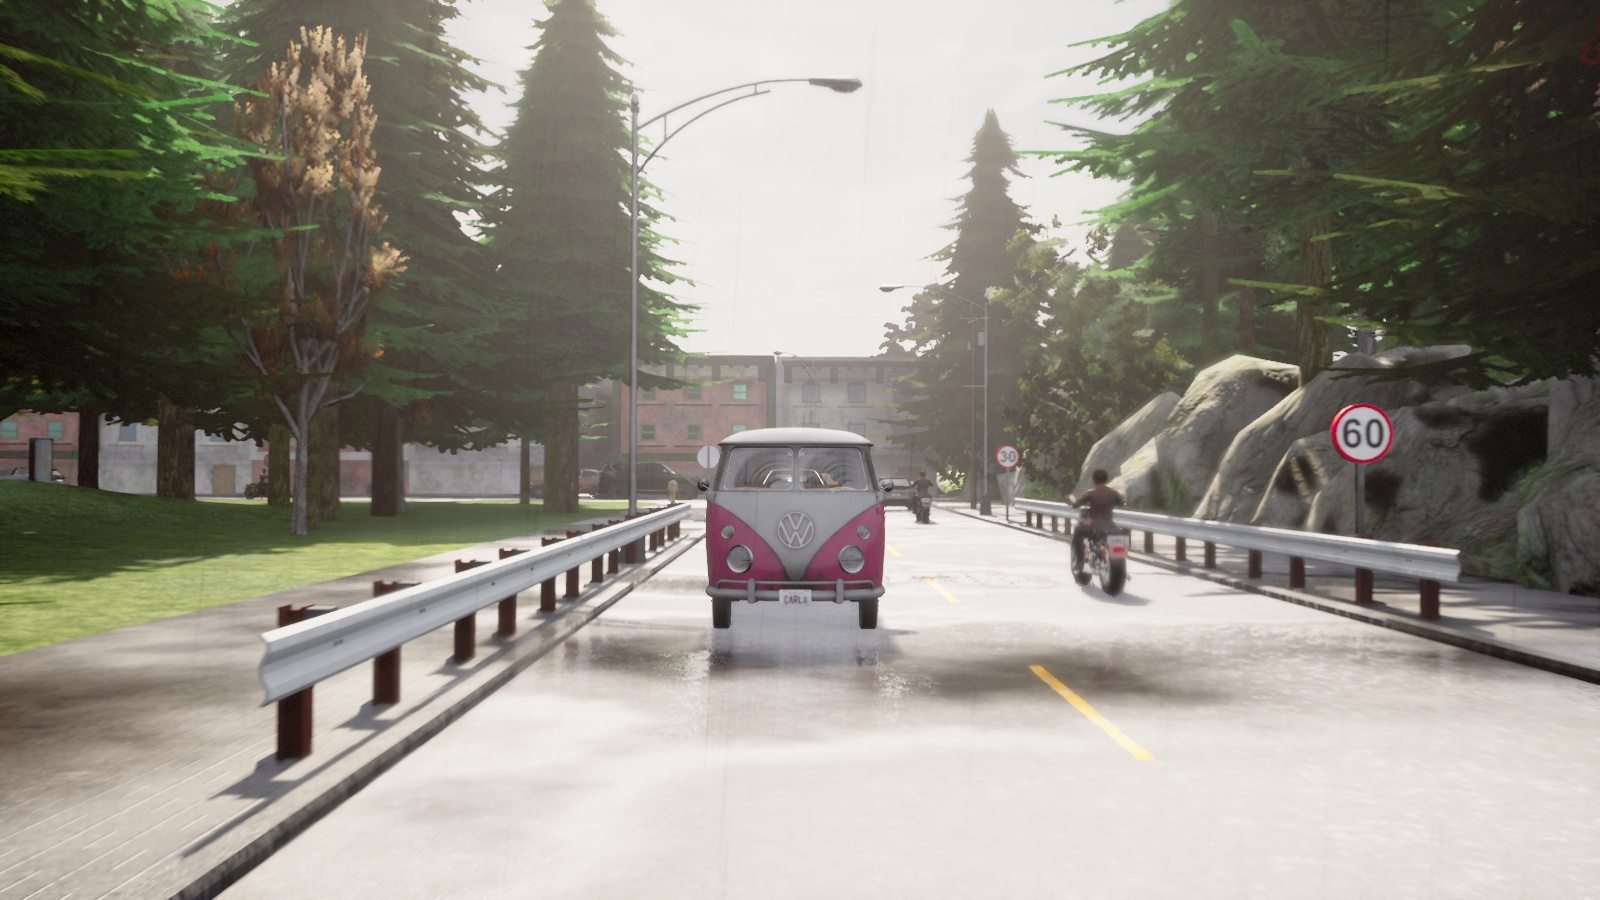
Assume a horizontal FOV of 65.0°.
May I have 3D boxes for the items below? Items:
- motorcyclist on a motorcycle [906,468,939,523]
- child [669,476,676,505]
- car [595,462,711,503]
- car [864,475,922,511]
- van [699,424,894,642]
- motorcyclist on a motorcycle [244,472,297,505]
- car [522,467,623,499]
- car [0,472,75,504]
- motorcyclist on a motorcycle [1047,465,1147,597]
[{"bbox_3d":[3.790,1.403,39.026,0.766,1.649,2.350,0,-1,0],"label":"motorcyclist on a motorcycle"},{"bbox_3d":[-5.408,1.720,53.419,0.270,1.263,0.437,0,-1,-3],"label":"child"},{"bbox_3d":[-7.416,1.633,63.859,5.566,2.045,2.150,0,-1,3],"label":"car"},{"bbox_3d":[3.713,1.713,50.714,1.994,1.385,4.181,0,-1,0],"label":"car"},{"bbox_3d":[-0.045,0.798,13.680,1.775,1.987,4.442,0,-1,0],"label":"van"},{"bbox_3d":[-26.945,1.944,63.959,2.350,1.649,0.766,0,-1,0],"label":"motorcyclist on a motorcycle"},{"bbox_3d":[-12.281,1.781,68.018,5.027,1.651,2.152,0,-1,0],"label":"car"},{"bbox_3d":[-42.248,2.051,67.946,4.856,1.649,2.033,0,-1,0],"label":"car"},{"bbox_3d":[3.938,1.031,16.857,0.766,1.649,2.350,0,-1,0],"label":"motorcyclist on a motorcycle"}]
